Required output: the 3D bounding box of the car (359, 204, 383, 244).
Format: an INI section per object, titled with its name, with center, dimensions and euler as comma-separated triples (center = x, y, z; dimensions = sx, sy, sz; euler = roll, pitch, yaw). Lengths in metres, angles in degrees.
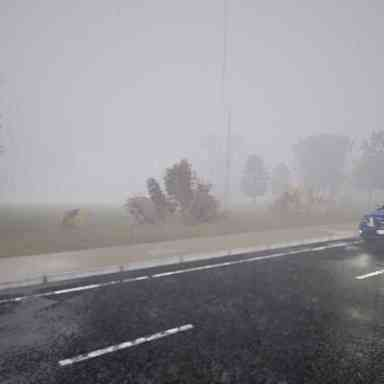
[car]
center = 9.454, 1.147, 14.159
dimensions = 5.566, 2.045, 2.150
euler = 0, 0, -34
